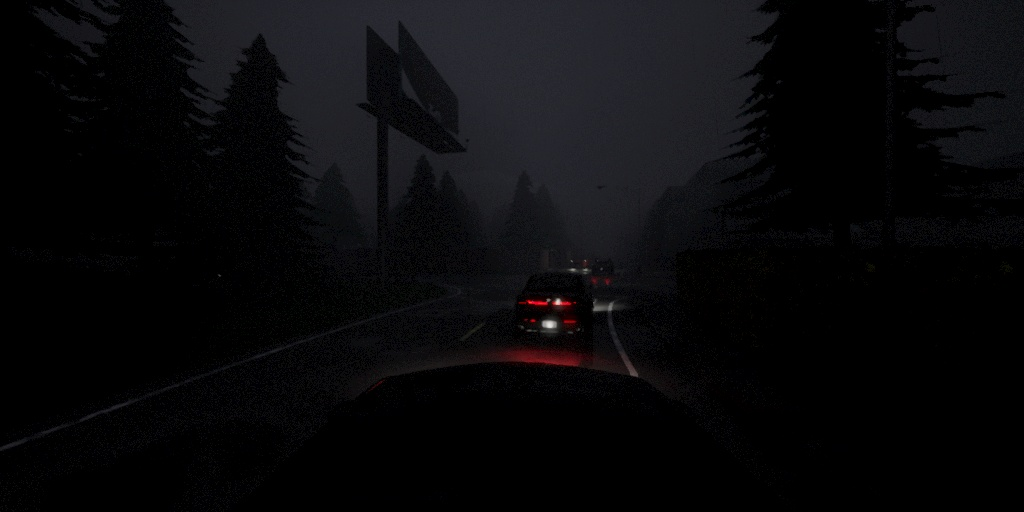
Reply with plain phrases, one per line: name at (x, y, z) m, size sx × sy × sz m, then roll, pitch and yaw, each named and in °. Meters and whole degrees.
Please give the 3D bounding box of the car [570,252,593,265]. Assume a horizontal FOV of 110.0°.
car at (8.746, 0.649, 45.904) m, size 2.097 × 1.767 × 4.553 m, roll 0°, pitch 1°, yaw 18°

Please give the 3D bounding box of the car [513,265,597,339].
car at (1.265, 1.170, 9.878) m, size 1.837 × 1.490 × 4.892 m, roll 0°, pitch 0°, yaw 11°

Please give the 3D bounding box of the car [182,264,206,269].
car at (-25.683, 0.836, 30.438) m, size 4.181 × 1.385 × 1.994 m, roll 0°, pitch 1°, yaw 17°

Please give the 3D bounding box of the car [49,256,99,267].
car at (-44.363, 0.700, 36.324) m, size 5.008 × 1.535 × 1.882 m, roll 0°, pitch 1°, yaw 17°

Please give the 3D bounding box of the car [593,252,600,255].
car at (14.043, 0.355, 61.869) m, size 2.150 × 2.045 × 5.566 m, roll 0°, pitch 1°, yaw 19°

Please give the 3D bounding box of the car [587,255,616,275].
car at (8.557, 0.917, 33.543) m, size 2.128 × 1.511 × 4.902 m, roll 0°, pitch 1°, yaw 18°
